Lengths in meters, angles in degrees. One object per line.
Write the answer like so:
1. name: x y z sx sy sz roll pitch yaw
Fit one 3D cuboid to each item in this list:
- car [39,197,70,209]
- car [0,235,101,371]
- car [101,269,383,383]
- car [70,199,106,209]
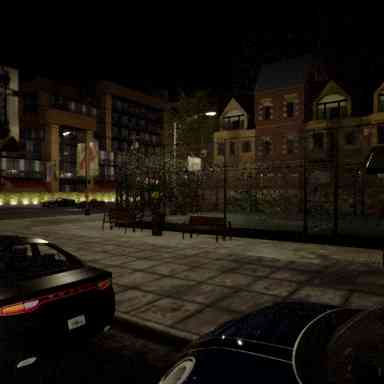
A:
1. car: -17.913 1.491 44.501 2.128 1.511 4.902 0 0 35
2. car: -3.469 1.480 5.582 5.008 1.535 2.097 0 0 35
3. car: 1.858 1.354 1.986 4.553 1.767 2.185 0 0 35
4. car: -13.562 1.564 44.627 1.994 1.385 4.181 0 0 35
